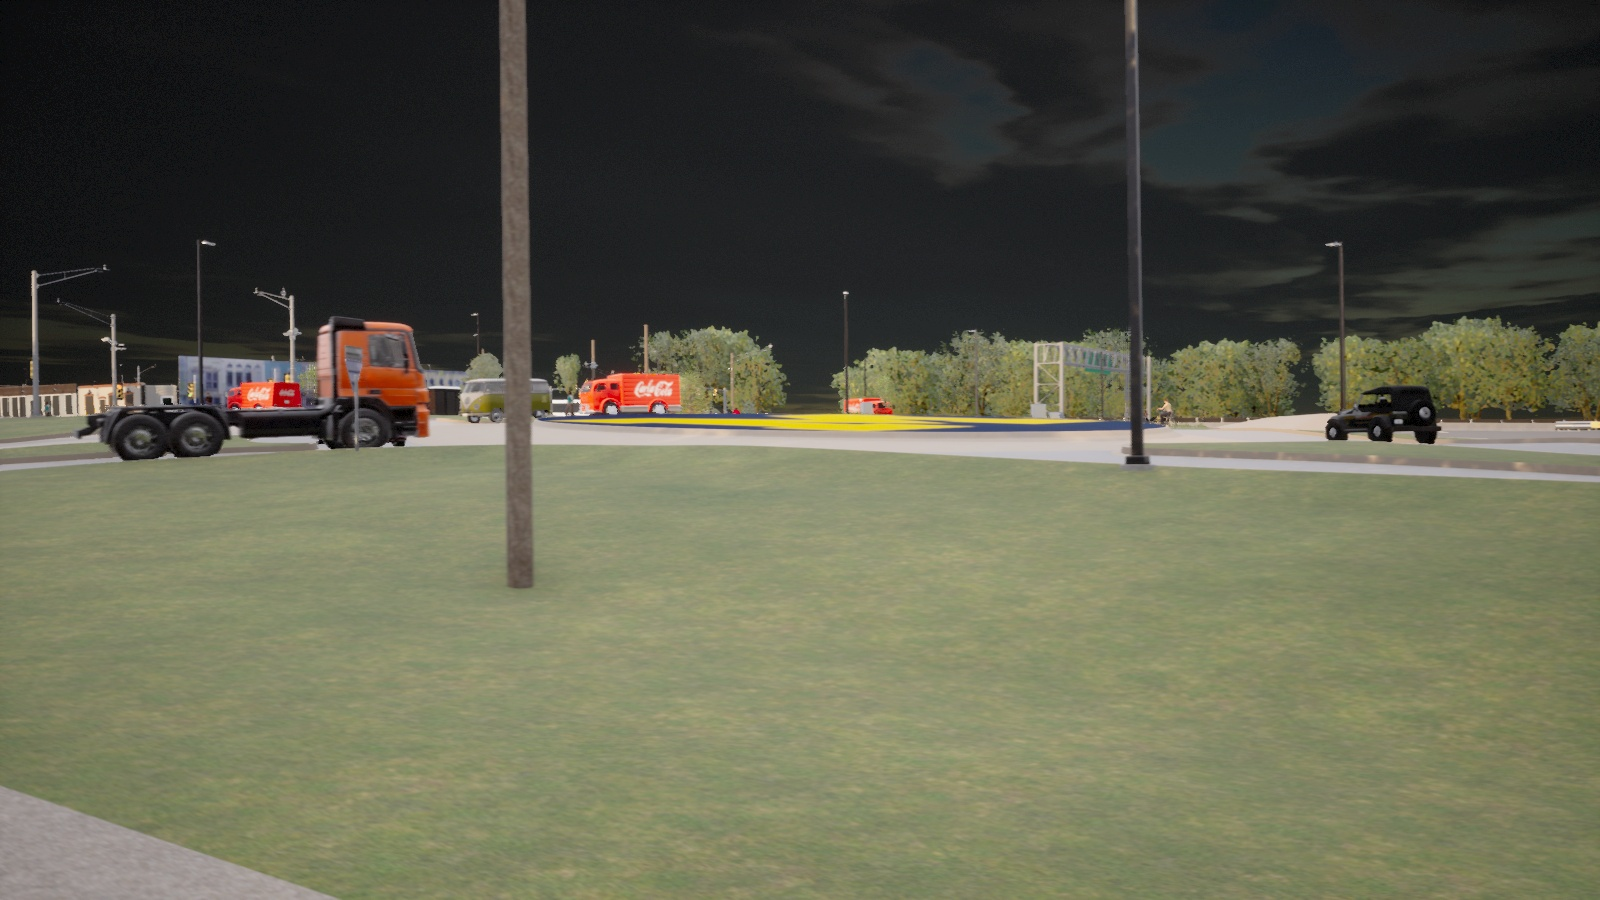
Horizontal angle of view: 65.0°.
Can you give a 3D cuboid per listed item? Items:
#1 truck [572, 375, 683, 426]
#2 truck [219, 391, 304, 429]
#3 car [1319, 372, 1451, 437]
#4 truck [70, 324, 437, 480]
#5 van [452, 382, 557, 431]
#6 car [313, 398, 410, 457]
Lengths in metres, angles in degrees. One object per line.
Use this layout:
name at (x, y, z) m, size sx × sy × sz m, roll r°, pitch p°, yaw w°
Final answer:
truck at (-9.308, -2.683, 67.808) m, size 5.204 × 2.467 × 2.627 m, roll -3°, pitch 0°, yaw -32°
truck at (-36.672, -2.685, 85.447) m, size 5.204 × 2.467 × 2.627 m, roll -1°, pitch 0°, yaw 29°
car at (18.853, -1.435, 40.648) m, size 1.905 × 1.878 × 3.866 m, roll -2°, pitch 0°, yaw -11°
truck at (-13.550, -1.309, 31.442) m, size 7.936 × 3.462 × 2.891 m, roll -4°, pitch 3°, yaw -32°
van at (-13.196, -1.974, 56.322) m, size 1.775 × 1.987 × 4.442 m, roll -1°, pitch 3°, yaw 35°
car at (-14.099, -0.748, 40.212) m, size 2.097 × 1.767 × 4.553 m, roll -2°, pitch 2°, yaw -30°
